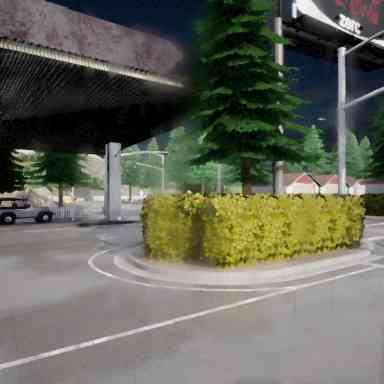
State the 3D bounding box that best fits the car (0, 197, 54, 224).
[{"bbox_3d":[-11.935,1.313,23.504,3.866,1.878,1.905,0,0,-36],"label":"car"}]
